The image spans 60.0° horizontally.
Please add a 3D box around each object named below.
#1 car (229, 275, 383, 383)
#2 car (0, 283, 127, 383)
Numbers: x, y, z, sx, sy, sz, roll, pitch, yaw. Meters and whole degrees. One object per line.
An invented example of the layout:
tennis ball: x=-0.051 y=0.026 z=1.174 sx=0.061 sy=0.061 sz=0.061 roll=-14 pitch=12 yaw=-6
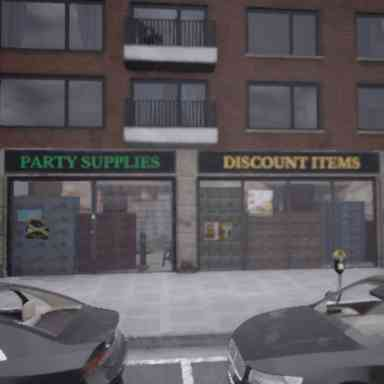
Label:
car: x=2.613 y=1.652 z=3.733 sx=4.403 sy=1.369 sz=2.008 roll=0 pitch=-2 yaw=-5
car: x=-2.887 y=1.671 z=3.285 sx=4.403 sy=1.369 sz=2.008 roll=0 pitch=-2 yaw=-5
